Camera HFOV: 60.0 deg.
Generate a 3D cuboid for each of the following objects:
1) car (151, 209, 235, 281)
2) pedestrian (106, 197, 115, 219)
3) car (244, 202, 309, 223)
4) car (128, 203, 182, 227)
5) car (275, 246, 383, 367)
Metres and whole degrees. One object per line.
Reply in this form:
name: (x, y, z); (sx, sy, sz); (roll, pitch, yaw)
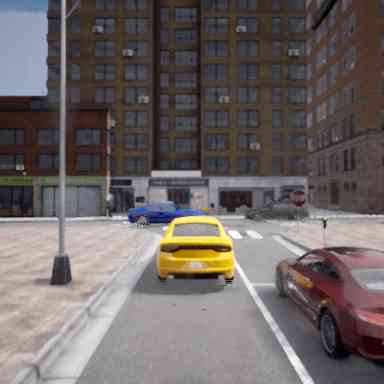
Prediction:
car: (0.114, 1.477, 9.849); (1.882, 1.535, 5.008); (0, 0, 1)
pedestrian: (-6.832, 1.284, 27.738); (0.375, 1.860, 0.375); (0, 0, 0)
car: (6.259, 1.486, 24.772); (4.674, 1.442, 1.812); (-1, -1, 0)
car: (-1.670, 1.470, 21.848); (5.008, 1.535, 1.882); (0, -1, 0)
car: (2.649, 1.582, 5.659); (1.802, 1.307, 4.206); (1, 0, 0)
